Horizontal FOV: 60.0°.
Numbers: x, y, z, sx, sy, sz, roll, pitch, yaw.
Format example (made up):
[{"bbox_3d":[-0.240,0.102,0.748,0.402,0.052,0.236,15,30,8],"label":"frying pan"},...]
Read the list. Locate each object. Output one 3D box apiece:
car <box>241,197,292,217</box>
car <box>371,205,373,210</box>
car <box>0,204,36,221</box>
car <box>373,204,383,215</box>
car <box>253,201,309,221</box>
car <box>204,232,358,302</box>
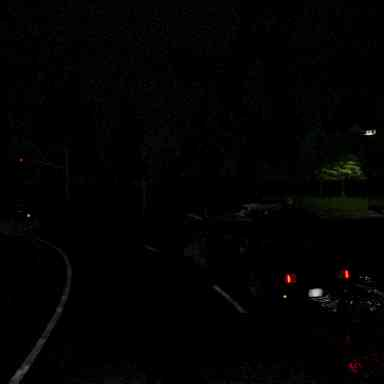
[{"bbox_3d":[7.855,1.600,34.408,5.566,2.045,2.150,0,-1,-10],"label":"car"},{"bbox_3d":[25.156,1.760,41.031,4.553,1.767,2.097,0,-1,-10],"label":"car"},{"bbox_3d":[-16.734,1.925,31.682,4.892,1.490,1.837,-1,-2,38],"label":"car"},{"bbox_3d":[23.109,1.933,37.110,4.181,1.385,1.994,0,-1,-10],"label":"car"},{"bbox_3d":[8.503,1.864,30.957,4.674,1.442,1.812,0,-1,-10],"label":"car"},{"bbox_3d":[1.818,1.698,8.630,1.895,1.301,4.718,0,-1,-16],"label":"car"}]
